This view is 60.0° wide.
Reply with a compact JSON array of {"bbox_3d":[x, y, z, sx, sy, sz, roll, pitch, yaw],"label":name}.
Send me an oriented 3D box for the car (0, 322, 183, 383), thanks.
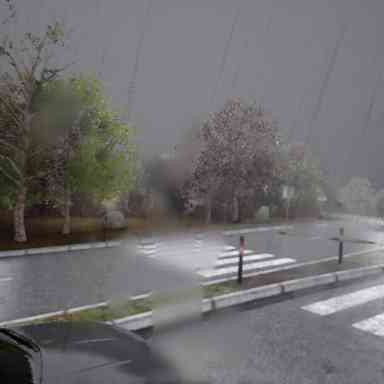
[{"bbox_3d":[-2.257,1.502,1.817,4.892,1.490,1.837,1,0,-35],"label":"car"}]
